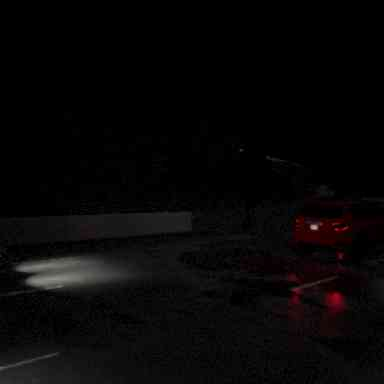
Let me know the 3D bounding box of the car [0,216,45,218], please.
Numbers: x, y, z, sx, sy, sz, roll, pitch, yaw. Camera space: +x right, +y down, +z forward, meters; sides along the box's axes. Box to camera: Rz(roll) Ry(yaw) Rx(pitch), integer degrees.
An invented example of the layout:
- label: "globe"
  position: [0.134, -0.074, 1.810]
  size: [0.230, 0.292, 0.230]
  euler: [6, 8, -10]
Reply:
- label: "car"
  position: [-12.048, 1.626, 21.232]
  size: [5.357, 1.411, 2.033]
  euler: [0, 0, -36]

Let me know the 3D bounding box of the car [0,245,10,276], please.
- label: "car"
  position: [-6.814, 1.544, 7.568]
  size: [4.674, 1.442, 1.812]
  euler: [0, 0, -35]

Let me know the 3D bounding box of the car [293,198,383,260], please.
- label: "car"
  position: [6.269, 1.322, 13.089]
  size: [5.566, 2.045, 2.150]
  euler: [0, 0, -39]

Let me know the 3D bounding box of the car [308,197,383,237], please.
- label: "car"
  position: [9.573, 1.378, 20.465]
  size: [5.566, 2.045, 2.150]
  euler: [0, 0, -41]
